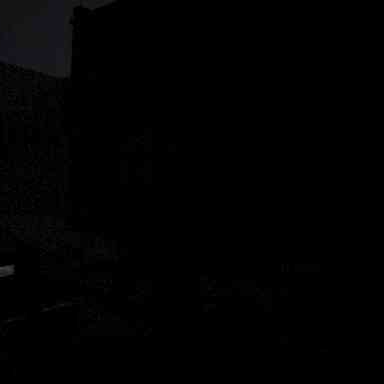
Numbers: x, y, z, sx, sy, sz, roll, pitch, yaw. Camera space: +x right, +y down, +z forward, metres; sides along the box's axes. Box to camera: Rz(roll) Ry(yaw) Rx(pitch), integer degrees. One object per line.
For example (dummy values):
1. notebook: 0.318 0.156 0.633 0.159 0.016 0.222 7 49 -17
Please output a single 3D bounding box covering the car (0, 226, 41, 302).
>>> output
1. car: -5.232 1.437 7.264 4.792 1.488 2.163 1 0 36
